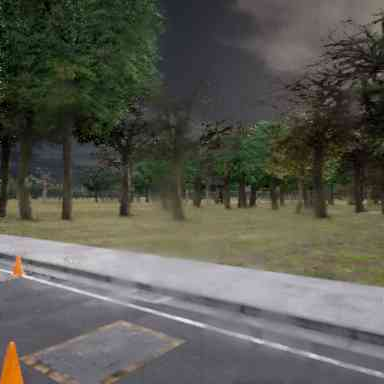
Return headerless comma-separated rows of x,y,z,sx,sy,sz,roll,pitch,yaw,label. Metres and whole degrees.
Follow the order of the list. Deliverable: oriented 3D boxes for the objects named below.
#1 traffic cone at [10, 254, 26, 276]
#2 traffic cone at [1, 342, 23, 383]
-5.121,2.141,9.813,0.340,0.580,0.340,-1,-1,36,traffic cone
-2.078,2.031,3.836,0.340,0.580,0.340,-1,-1,36,traffic cone
